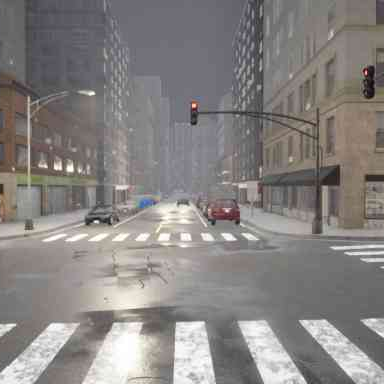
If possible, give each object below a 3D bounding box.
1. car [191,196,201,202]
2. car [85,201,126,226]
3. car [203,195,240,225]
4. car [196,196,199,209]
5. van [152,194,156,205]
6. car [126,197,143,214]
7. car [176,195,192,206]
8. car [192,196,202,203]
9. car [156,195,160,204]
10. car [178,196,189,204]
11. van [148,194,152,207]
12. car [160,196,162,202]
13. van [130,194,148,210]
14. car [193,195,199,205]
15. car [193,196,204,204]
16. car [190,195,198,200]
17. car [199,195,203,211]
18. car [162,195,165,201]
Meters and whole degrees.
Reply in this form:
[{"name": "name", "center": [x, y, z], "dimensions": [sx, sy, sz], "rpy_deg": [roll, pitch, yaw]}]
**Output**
[{"name": "car", "center": [0.871, 1.542, 74.307], "dimensions": [2.008, 1.369, 4.403], "rpy_deg": [-1, 0, -2]}, {"name": "car", "center": [-6.296, 1.570, 23.820], "dimensions": [1.947, 1.339, 4.313], "rpy_deg": [-1, 0, -2]}, {"name": "car", "center": [2.224, 1.319, 24.052], "dimensions": [2.192, 1.841, 5.009], "rpy_deg": [-1, 0, -2]}, {"name": "car", "center": [1.769, 1.530, 40.973], "dimensions": [1.752, 1.417, 4.829], "rpy_deg": [-1, 0, -2]}, {"name": "van", "center": [-7.058, 1.343, 51.739], "dimensions": [1.690, 1.788, 3.998], "rpy_deg": [-1, 0, -2]}, {"name": "car", "center": [-6.596, 1.531, 34.818], "dimensions": [1.752, 1.417, 4.829], "rpy_deg": [-1, 0, -2]}, {"name": "car", "center": [-1.422, 1.506, 53.398], "dimensions": [1.837, 1.490, 4.892], "rpy_deg": [0, 0, -2]}, {"name": "car", "center": [1.021, 1.560, 68.723], "dimensions": [1.947, 1.339, 4.313], "rpy_deg": [-1, 0, -2]}, {"name": "car", "center": [-7.211, 1.315, 57.323], "dimensions": [2.192, 1.841, 5.009], "rpy_deg": [-1, 0, -2]}, {"name": "car", "center": [-1.706, 1.544, 63.816], "dimensions": [2.033, 1.411, 5.357], "rpy_deg": [0, 0, -2]}, {"name": "van", "center": [-6.907, 1.345, 46.156], "dimensions": [1.690, 1.788, 3.998], "rpy_deg": [-1, 0, -2]}, {"name": "car", "center": [-7.361, 1.437, 62.907], "dimensions": [1.967, 1.590, 4.097], "rpy_deg": [-1, 0, -2]}, {"name": "van", "center": [-6.754, 1.346, 40.571], "dimensions": [1.690, 1.788, 3.998], "rpy_deg": [-1, 0, -2]}, {"name": "car", "center": [1.621, 1.318, 46.387], "dimensions": [2.192, 1.841, 5.009], "rpy_deg": [-1, 0, -2]}, {"name": "car", "center": [1.172, 1.563, 63.139], "dimensions": [1.947, 1.339, 4.313], "rpy_deg": [-1, 0, -2]}, {"name": "car", "center": [0.419, 1.529, 91.058], "dimensions": [2.008, 1.369, 4.403], "rpy_deg": [-1, 0, -2]}, {"name": "car", "center": [2.073, 1.320, 29.636], "dimensions": [2.192, 1.841, 5.009], "rpy_deg": [-1, 0, -2]}, {"name": "car", "center": [-7.665, 1.432, 74.074], "dimensions": [1.967, 1.590, 4.097], "rpy_deg": [-1, 0, -2]}]
